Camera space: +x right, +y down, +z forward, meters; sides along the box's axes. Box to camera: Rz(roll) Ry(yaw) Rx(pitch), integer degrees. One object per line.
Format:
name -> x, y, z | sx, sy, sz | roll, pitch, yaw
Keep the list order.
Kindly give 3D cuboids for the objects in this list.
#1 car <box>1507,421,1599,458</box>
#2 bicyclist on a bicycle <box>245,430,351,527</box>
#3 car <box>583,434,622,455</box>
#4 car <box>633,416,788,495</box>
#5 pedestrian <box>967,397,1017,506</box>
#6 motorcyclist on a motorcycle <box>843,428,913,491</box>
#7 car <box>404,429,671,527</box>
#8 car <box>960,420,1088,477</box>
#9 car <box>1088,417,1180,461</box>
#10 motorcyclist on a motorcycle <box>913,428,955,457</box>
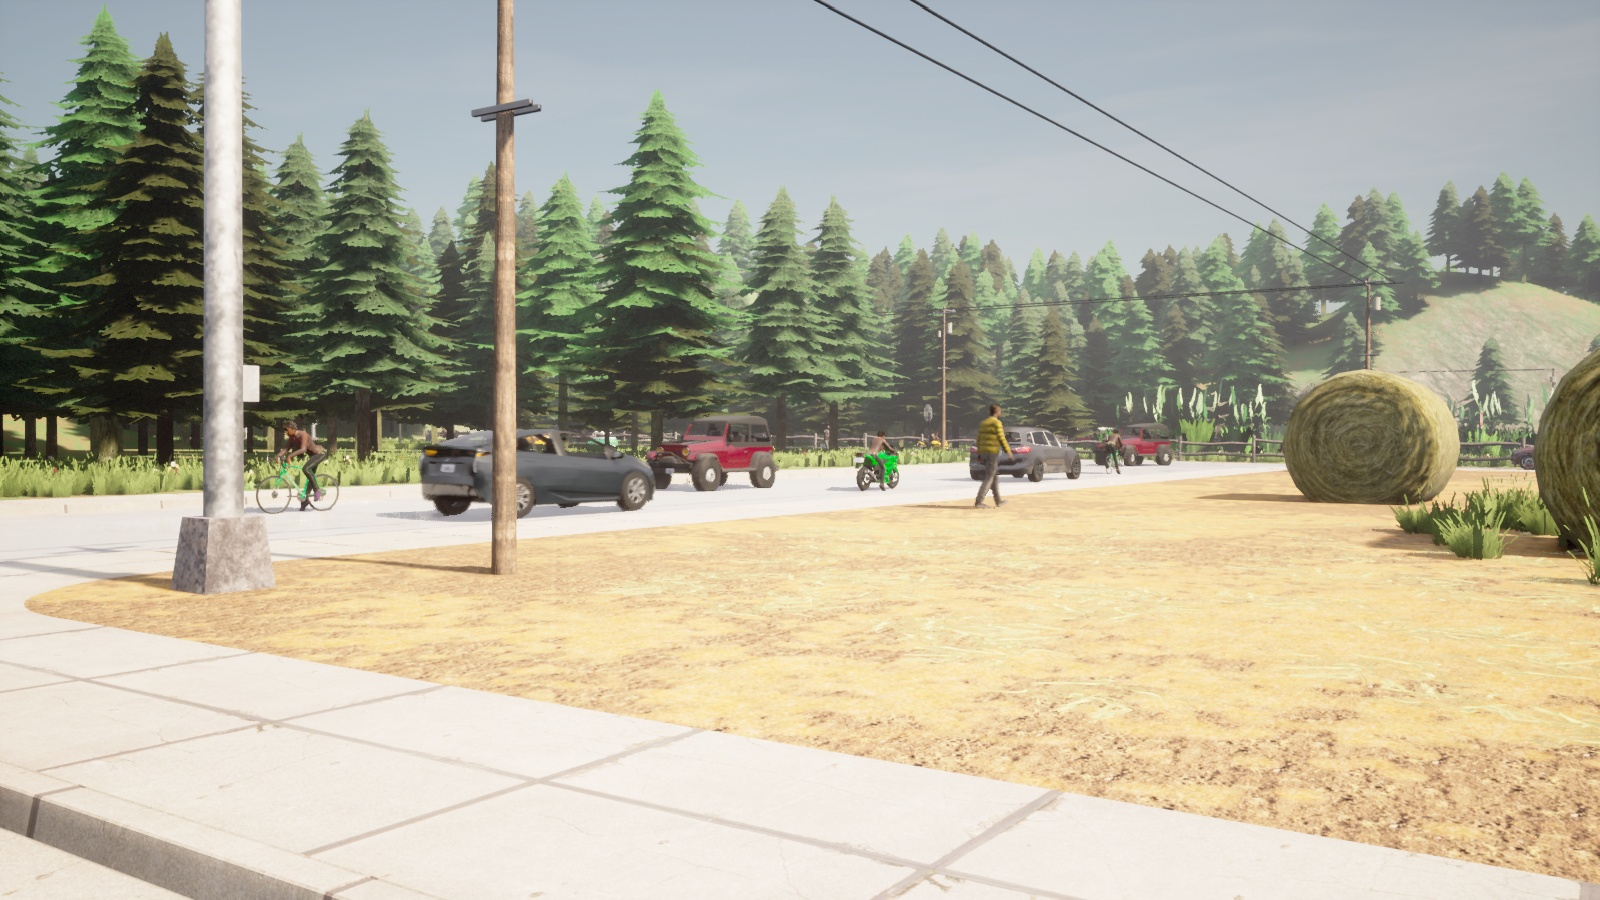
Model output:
car -> 31.696, -0.434, 51.316 | 4.674, 1.442, 1.812 | 0, 1, 37
bicyclist on a bicycle -> -8.881, 0.477, 22.268 | 0.582, 1.620, 1.656 | 0, 1, 35
car -> -13.385, -0.368, 85.085 | 2.207, 1.376, 1.481 | 0, 1, 36
car -> -2.206, 0.088, 31.934 | 1.905, 1.878, 3.866 | 0, 1, 35
pedestrian -> 3.306, 0.021, 21.637 | 0.709, 1.840, 0.431 | -1, 1, -25
motorcyclist on a motorcycle -> 1.998, 0.224, 31.863 | 0.797, 1.523, 2.044 | 0, 1, 35
car -> -4.540, 0.416, 22.388 | 2.007, 1.525, 4.514 | 0, 1, 35
car -> 7.062, -0.090, 39.193 | 2.242, 1.667, 4.611 | 0, 1, 34
car -> 14.898, -0.506, 55.983 | 3.866, 1.878, 1.905 | -2, 1, -36
motorcyclist on a motorcycle -> 7.020, -0.400, 65.786 | 2.044, 1.523, 0.797 | 0, 1, 37
